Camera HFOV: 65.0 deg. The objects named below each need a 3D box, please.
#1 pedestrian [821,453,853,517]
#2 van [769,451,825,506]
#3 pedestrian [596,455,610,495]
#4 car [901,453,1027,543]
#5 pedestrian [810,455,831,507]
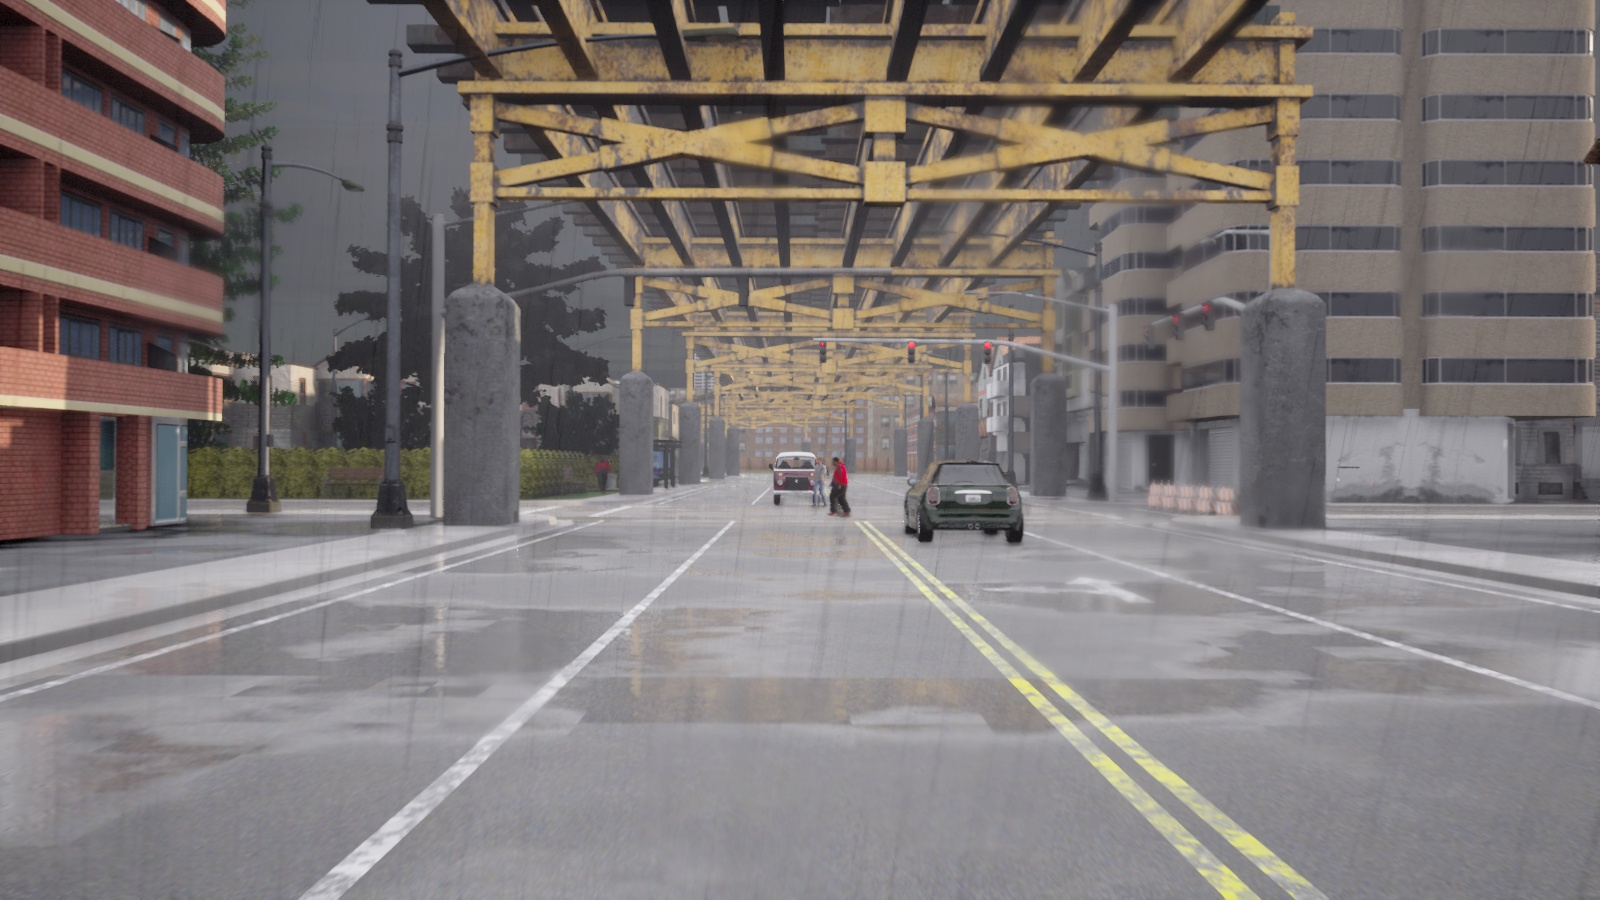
[{"bbox_3d":[1.078,1.023,36.812,0.899,1.844,0.634,0,-1,4],"label":"pedestrian"},{"bbox_3d":[-0.126,1.074,48.919,2.069,2.038,4.480,0,-1,0],"label":"van"},{"bbox_3d":[-9.102,1.142,57.951,0.634,1.844,0.899,0,-1,-9],"label":"pedestrian"},{"bbox_3d":[3.430,0.974,27.079,2.097,1.767,4.553,0,-1,0],"label":"car"},{"bbox_3d":[0.735,1.110,45.360,0.706,1.836,0.354,0,-1,-40],"label":"pedestrian"}]
